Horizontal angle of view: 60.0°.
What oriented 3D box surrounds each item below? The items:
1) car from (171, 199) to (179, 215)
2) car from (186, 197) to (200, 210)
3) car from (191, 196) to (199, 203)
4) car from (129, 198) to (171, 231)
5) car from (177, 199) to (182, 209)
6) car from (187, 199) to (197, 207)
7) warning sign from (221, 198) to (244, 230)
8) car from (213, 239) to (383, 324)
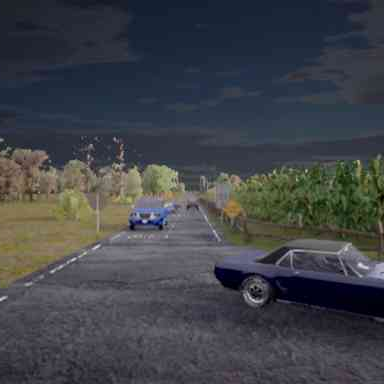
[{"bbox_3d":[-2.842,1.891,39.233,1.812,1.442,4.674,0,-1,0],"label":"car"},{"bbox_3d":[0.094,1.977,52.407,1.837,1.490,4.892,0,0,0],"label":"car"},{"bbox_3d":[0.891,2.124,95.192,2.097,1.767,4.553,0,0,1],"label":"car"},{"bbox_3d":[-2.854,1.441,22.864,2.150,2.045,5.566,0,0,0],"label":"car"},{"bbox_3d":[-2.759,2.017,56.525,1.837,1.490,4.892,0,-1,0],"label":"car"},{"bbox_3d":[-0.002,2.058,63.182,1.837,1.490,4.892,0,0,0],"label":"car"},{"bbox_3d":[2.445,1.310,20.236,1.300,1.860,1.060,0,-1,0],"label":"warning sign"},{"bbox_3d":[2.889,1.670,6.566,4.718,1.301,1.895,0,-1,35],"label":"car"}]
